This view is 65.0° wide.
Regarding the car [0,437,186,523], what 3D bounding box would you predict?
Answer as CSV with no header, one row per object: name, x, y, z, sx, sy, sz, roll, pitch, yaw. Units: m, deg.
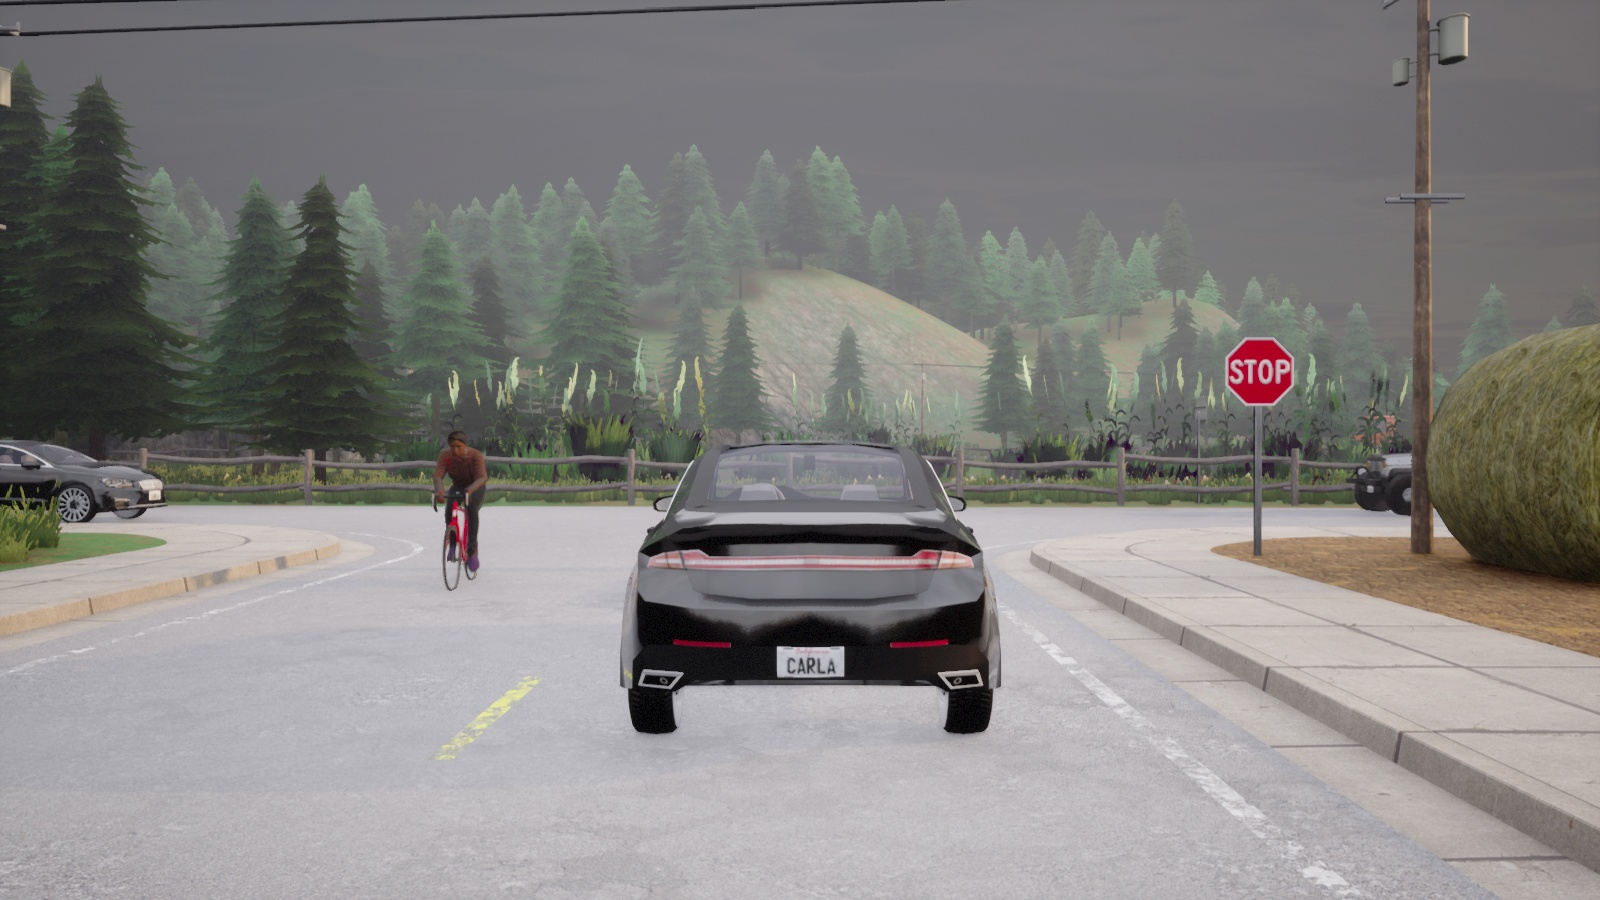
car,-14.394,0.519,23.385,4.902,1.511,2.128,0,0,3

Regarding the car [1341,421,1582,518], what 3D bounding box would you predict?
car,13.270,0.370,25.383,3.866,1.878,1.905,0,0,3

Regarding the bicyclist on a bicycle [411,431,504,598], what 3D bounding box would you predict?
bicyclist on a bicycle,-3.536,0.620,13.070,0.582,1.620,1.656,0,1,-3

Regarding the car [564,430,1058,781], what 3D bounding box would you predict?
car,0.061,0.656,7.861,2.128,1.511,4.902,0,0,0

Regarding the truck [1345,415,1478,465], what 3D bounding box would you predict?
truck,43.043,-0.721,88.505,7.936,3.462,2.891,0,0,1
